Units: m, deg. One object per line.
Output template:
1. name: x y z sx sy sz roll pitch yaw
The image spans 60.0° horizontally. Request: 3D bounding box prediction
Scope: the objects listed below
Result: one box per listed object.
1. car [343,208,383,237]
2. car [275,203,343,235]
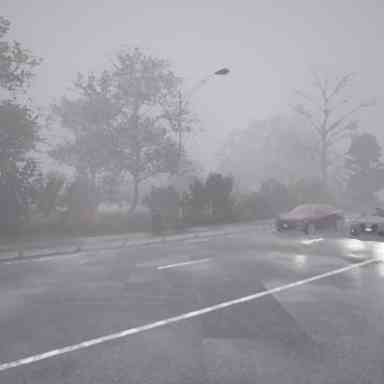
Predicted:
1. car: 9.451 1.494 16.312 4.181 1.385 1.994 0 0 -41
2. car: 6.602 1.413 18.463 5.008 1.535 1.882 0 0 -41
